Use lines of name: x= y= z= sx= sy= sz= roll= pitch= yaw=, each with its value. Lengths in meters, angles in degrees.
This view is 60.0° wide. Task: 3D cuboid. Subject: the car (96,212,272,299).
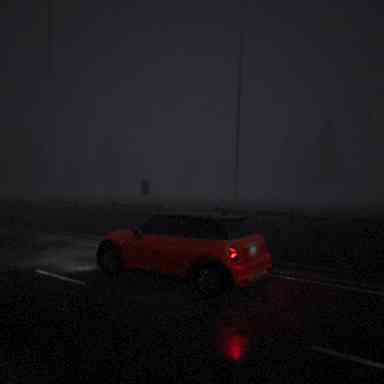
car: x=-0.382 y=1.281 z=8.562 sx=4.553 sy=1.767 sz=2.097 roll=1 pitch=1 yaw=35
